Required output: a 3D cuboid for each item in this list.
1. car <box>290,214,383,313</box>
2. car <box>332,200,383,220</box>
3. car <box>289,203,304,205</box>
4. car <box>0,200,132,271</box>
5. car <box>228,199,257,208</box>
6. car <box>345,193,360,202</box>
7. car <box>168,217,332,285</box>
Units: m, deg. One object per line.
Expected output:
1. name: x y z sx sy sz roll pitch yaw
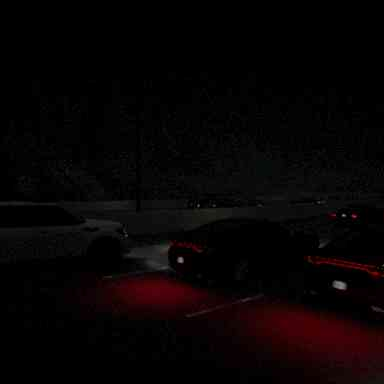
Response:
1. car: 4.530 1.451 7.310 5.008 1.535 1.882 -1 0 -38
2. car: 11.122 1.477 21.925 5.357 1.411 2.033 0 0 -42
3. car: 12.554 1.386 38.040 1.882 1.535 5.008 0 0 45
4. car: -4.498 1.240 9.260 5.566 2.045 2.150 -1 0 -36
5. car: 5.992 1.419 36.480 5.008 1.535 1.882 0 0 -43
6. car: 33.125 1.115 68.629 2.097 1.767 4.553 0 0 34
7. car: 1.699 1.463 9.534 5.008 1.535 1.882 -1 0 -37
